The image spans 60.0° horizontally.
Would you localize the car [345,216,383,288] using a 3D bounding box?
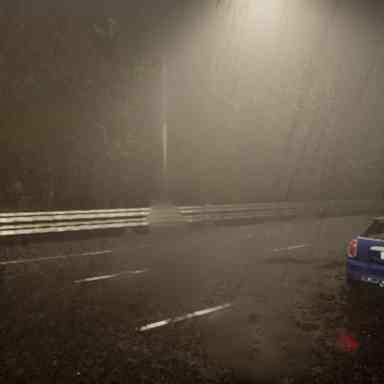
[{"bbox_3d":[5.664,1.284,7.840,4.553,1.767,2.097,-1,0,-35],"label":"car"}]
